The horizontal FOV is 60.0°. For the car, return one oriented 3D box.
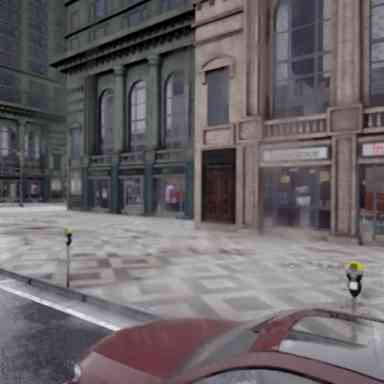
[{"bbox_3d":[0.834,1.574,2.383,4.206,1.307,1.802,1,0,36],"label":"car"}]
